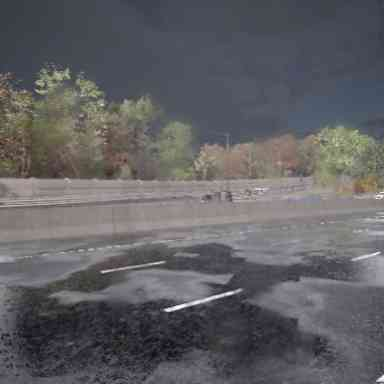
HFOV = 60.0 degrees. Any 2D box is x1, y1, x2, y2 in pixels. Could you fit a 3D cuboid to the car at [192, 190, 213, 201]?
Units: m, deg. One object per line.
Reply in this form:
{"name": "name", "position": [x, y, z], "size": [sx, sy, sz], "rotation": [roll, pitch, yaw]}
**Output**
{"name": "car", "position": [1.763, 0.500, 54.282], "size": [2.097, 1.767, 4.553], "rotation": [0, 1, 27]}

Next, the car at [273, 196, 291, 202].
{"name": "car", "position": [13.301, 1.334, 46.616], "size": [4.674, 1.442, 1.812], "rotation": [0, 0, -39]}

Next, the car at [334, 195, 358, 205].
{"name": "car", "position": [26.559, 1.316, 57.237], "size": [4.892, 1.490, 1.837], "rotation": [-1, 1, -38]}

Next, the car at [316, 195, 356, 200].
{"name": "car", "position": [17.864, 1.203, 41.307], "size": [4.553, 1.767, 2.097], "rotation": [0, 0, -39]}

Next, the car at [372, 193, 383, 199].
{"name": "car", "position": [30.462, 1.349, 51.418], "size": [4.902, 1.511, 2.128], "rotation": [0, 0, -38]}

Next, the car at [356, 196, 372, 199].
{"name": "car", "position": [28.956, 1.361, 54.679], "size": [4.674, 1.442, 1.812], "rotation": [0, 0, -38]}

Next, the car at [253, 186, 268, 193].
{"name": "car", "position": [16.780, -0.509, 81.190], "size": [2.150, 2.045, 5.566], "rotation": [0, 3, 32]}

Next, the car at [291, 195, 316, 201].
{"name": "car", "position": [15.621, 1.181, 43.992], "size": [4.553, 1.767, 2.097], "rotation": [0, 0, -39]}

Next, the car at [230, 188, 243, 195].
{"name": "car", "position": [8.984, 0.196, 67.876], "size": [2.097, 1.767, 4.553], "rotation": [0, 2, 29]}
